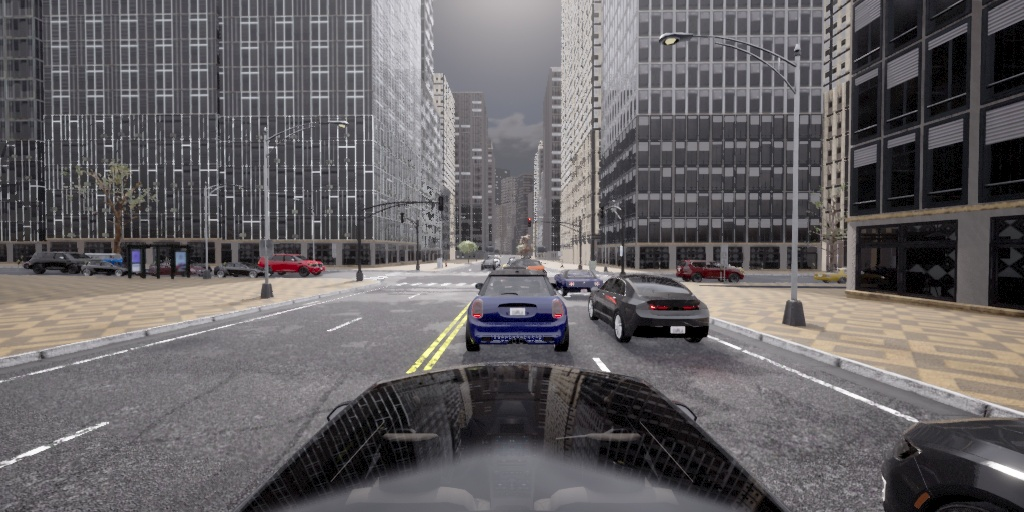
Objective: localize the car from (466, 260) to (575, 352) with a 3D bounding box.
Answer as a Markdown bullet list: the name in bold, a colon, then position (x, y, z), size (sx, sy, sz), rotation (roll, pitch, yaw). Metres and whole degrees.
- **car**: position (0.111, 1.099, 9.091), size (2.097, 1.767, 4.553), rotation (0, 0, 0)

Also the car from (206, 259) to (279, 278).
- **car**: position (-22.686, 1.174, 30.279), size (4.313, 1.339, 1.948), rotation (0, 0, 1)

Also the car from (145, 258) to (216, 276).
- **car**: position (-30.591, 0.997, 33.159), size (4.892, 1.490, 1.837), rotation (1, 1, 1)

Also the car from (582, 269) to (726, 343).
- **car**: position (3.362, 1.251, 9.697), size (1.837, 1.490, 4.892), rotation (0, 0, 0)

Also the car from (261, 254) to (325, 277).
- **car**: position (-20.232, 0.808, 32.928), size (5.566, 2.045, 2.150), rotation (0, 1, 1)

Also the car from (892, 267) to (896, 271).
- **car**: position (33.156, 1.685, 29.371), size (4.207, 1.307, 1.802), rotation (0, 0, 1)

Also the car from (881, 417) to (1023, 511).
- **car**: position (3.344, 1.255, 0.298), size (1.837, 1.490, 4.892), rotation (0, 0, 0)

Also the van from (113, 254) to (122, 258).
- **van**: position (-45.228, 0.605, 39.283), size (3.998, 1.789, 1.690), rotation (0, 0, 1)

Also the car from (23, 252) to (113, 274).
- **car**: position (-41.328, 0.616, 33.402), size (5.566, 2.045, 2.150), rotation (1, 1, 2)

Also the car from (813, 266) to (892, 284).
- **car**: position (27.686, 1.579, 29.474), size (4.829, 1.417, 1.751), rotation (0, 0, 1)

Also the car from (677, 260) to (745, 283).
- **car**: position (16.238, 1.269, 29.689), size (5.009, 1.841, 2.192), rotation (0, 0, 1)

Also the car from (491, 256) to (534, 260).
- **car**: position (0.847, 1.138, 32.024), size (4.553, 1.767, 2.097), rotation (0, 1, -38)

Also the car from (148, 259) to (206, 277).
- **car**: position (-28.370, 1.138, 30.422), size (4.207, 1.307, 1.802), rotation (0, 0, 1)

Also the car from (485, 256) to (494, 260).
- **car**: position (-3.265, 1.193, 50.625), size (1.882, 1.535, 5.008), rotation (0, 0, 0)

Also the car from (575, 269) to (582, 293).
- **car**: position (3.378, 1.341, 19.007), size (1.895, 1.301, 4.718), rotation (0, 0, 0)

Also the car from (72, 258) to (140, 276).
- **car**: position (-34.050, 1.069, 30.604), size (4.313, 1.339, 1.948), rotation (0, 0, 1)
